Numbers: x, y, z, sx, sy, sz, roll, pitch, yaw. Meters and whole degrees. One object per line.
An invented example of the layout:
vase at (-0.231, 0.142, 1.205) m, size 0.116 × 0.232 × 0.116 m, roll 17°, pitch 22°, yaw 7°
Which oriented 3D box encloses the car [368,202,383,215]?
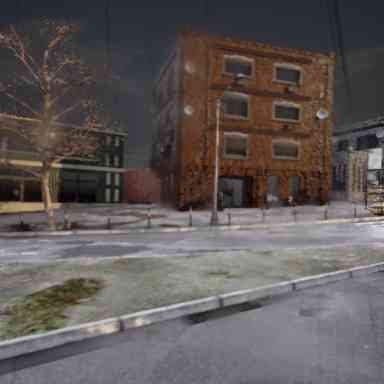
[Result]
car at (15.196, 0.902, 23.890) m, size 5.366 × 1.575 × 1.946 m, roll -2°, pitch 1°, yaw -20°
